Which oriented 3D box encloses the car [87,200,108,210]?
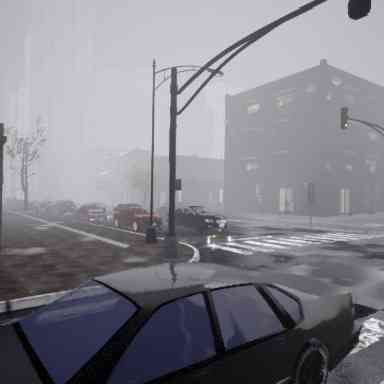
[{"bbox_3d":[-14.820,2.039,52.098,1.752,1.417,4.829,1,-1,-35],"label":"car"}]

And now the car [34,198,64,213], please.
[{"bbox_3d":[-18.041,1.843,41.785,2.008,1.369,4.403,1,-1,-35],"label":"car"}]

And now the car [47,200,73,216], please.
[{"bbox_3d":[-13.741,1.792,35.585,1.947,1.339,4.313,1,-1,-35],"label":"car"}]

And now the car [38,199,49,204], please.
[{"bbox_3d":[-38.012,2.404,85.149,1.752,1.417,4.829,1,-1,-35],"label":"car"}]

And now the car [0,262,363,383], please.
[{"bbox_3d":[-0.335,1.548,3.396,5.357,1.411,2.033,0,0,-37],"label":"car"}]

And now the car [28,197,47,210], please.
[{"bbox_3d":[-22.718,1.892,48.546,1.752,1.417,4.829,1,-1,-35],"label":"car"}]

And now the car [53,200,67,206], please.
[{"bbox_3d":[-28.403,2.307,71.405,1.802,1.307,4.206,1,-1,-35],"label":"car"}]

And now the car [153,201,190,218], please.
[{"bbox_3d":[-2.134,1.761,34.060,1.967,1.590,4.097,1,-1,-35],"label":"car"}]

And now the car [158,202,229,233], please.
[{"bbox_3d":[0.247,1.593,20.335,2.128,1.511,4.902,1,-1,-35],"label":"car"}]

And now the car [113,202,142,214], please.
[{"bbox_3d":[-8.338,1.966,42.921,2.008,1.369,4.403,1,-1,-35],"label":"car"}]

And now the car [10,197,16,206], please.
[{"bbox_3d":[-32.101,2.082,62.072,1.947,1.339,4.313,1,-1,-35],"label":"car"}]

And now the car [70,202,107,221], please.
[{"bbox_3d":[-8.584,1.730,28.207,1.802,1.307,4.206,1,-1,-35],"label":"car"}]

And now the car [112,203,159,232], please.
[{"bbox_3d":[-3.426,1.615,20.831,1.887,1.381,4.507,1,-1,-35],"label":"car"}]

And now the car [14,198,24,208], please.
[{"bbox_3d":[-29.113,2.013,57.785,1.887,1.381,4.507,1,-1,-35],"label":"car"}]

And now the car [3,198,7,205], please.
[{"bbox_3d":[-38.441,1.931,71.144,2.192,1.841,5.009,1,-1,-35],"label":"car"}]

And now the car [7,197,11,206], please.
[{"bbox_3d":[-35.272,2.132,66.606,1.947,1.339,4.313,1,-1,-35],"label":"car"}]

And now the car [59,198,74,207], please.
[{"bbox_3d":[-25.233,2.115,66.872,1.967,1.590,4.097,1,-1,-35],"label":"car"}]
